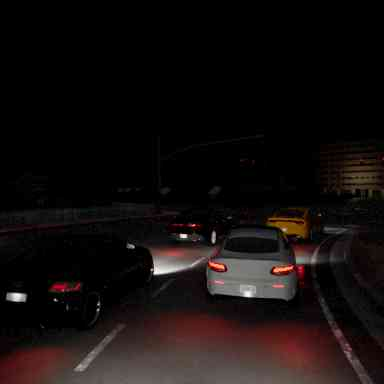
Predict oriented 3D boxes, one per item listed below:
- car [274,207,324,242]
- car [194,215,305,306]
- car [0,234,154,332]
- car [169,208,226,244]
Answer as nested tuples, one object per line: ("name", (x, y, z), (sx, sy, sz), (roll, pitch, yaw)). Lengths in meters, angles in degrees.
("car", (5.237, 1.478, 16.536), (1.882, 1.535, 5.008), (0, 0, 30))
("car", (1.539, 1.526, 8.032), (1.812, 1.442, 4.674), (0, 0, 14))
("car", (-2.255, 1.564, 7.010), (1.994, 1.385, 4.181), (0, 0, 12))
("car", (0.636, 1.505, 15.441), (1.837, 1.490, 4.892), (0, 0, 24))
